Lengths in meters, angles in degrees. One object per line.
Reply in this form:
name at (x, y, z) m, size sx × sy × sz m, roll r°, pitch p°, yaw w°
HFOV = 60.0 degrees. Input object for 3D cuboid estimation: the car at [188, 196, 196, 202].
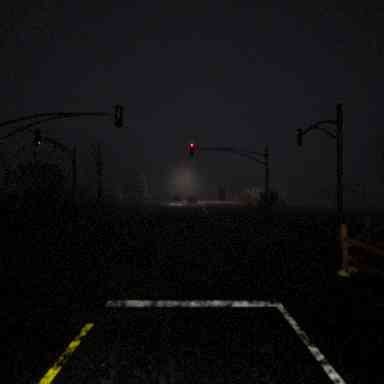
car at (0.009, 1.754, 81.312) m, size 1.837 × 1.490 × 4.892 m, roll 0°, pitch 0°, yaw 0°

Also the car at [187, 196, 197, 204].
car at (0.009, 1.708, 71.277) m, size 2.097 × 1.767 × 4.553 m, roll 0°, pitch 0°, yaw 0°

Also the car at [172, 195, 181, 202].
car at (-3.491, 1.500, 75.483) m, size 1.837 × 1.490 × 4.892 m, roll 0°, pitch 0°, yaw 0°
